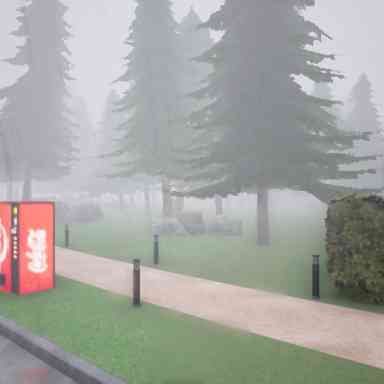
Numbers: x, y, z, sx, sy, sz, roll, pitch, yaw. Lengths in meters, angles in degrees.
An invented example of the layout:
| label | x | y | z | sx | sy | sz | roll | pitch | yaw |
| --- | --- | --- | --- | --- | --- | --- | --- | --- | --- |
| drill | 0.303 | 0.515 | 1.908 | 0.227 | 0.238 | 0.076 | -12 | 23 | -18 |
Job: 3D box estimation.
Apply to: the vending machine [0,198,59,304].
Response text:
| label | x | y | z | sx | sy | sz | roll | pitch | yaw |
| --- | --- | --- | --- | --- | --- | --- | --- | --- | --- |
| vending machine | -3.678 | 1.195 | 7.360 | 0.880 | 2.100 | 1.100 | 0 | 0 | 40 |
